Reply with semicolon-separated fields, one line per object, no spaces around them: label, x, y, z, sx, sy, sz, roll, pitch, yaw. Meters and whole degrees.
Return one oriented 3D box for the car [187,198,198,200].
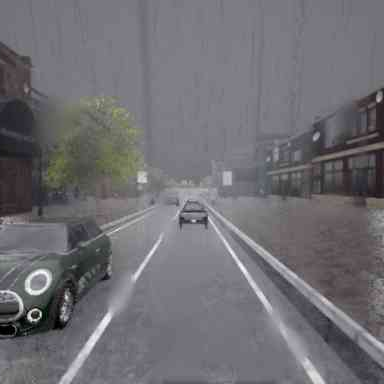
car;0.094;1.531;40.782;2.128;1.511;4.902;0;0;0

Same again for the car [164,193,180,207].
car;-3.068;1.212;51.223;2.150;2.045;5.566;0;0;0

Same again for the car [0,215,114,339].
car;-3.101;1.355;6.891;2.097;1.767;4.553;0;0;0

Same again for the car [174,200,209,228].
car;0.096;1.529;22.465;2.128;1.511;4.902;0;0;0
